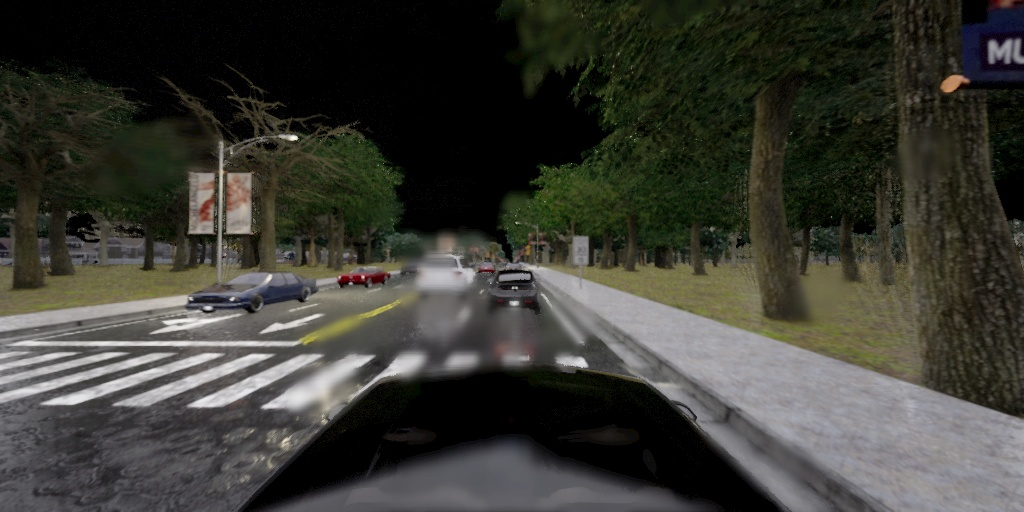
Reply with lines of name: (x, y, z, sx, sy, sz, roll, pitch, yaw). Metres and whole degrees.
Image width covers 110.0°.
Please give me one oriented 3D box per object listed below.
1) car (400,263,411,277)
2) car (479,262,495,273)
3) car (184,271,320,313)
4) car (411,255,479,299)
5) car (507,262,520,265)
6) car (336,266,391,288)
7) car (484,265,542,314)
car: (-9.812, 1.364, 36.635, 2.033, 1.411, 5.357, 0, 0, 0)
car: (-3.126, 1.420, 45.280, 1.994, 1.385, 4.181, 0, 0, 0)
car: (-9.840, 1.312, 14.283, 2.033, 1.411, 5.357, 0, 0, 0)
car: (-3.142, 0.992, 18.166, 2.150, 2.045, 5.566, 0, 0, 0)
car: (0.119, 1.365, 37.104, 2.033, 1.411, 5.357, 0, 0, 0)
car: (-9.829, 1.383, 24.093, 1.895, 1.301, 4.718, 0, 0, 0)
car: (0.106, 1.267, 13.763, 1.837, 1.490, 4.892, 0, 0, 0)
